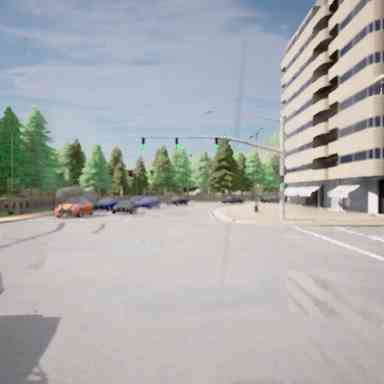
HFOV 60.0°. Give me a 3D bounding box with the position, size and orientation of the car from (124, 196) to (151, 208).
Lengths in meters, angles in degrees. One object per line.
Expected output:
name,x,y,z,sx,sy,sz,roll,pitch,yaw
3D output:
car,-7.932,1.439,48.868,1.837,1.490,4.892,0,0,19

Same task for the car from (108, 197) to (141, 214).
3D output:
car,-6.824,1.518,34.164,1.994,1.385,4.181,0,0,0

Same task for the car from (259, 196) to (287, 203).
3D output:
car,15.062,1.517,62.888,4.718,1.301,1.895,0,0,-33

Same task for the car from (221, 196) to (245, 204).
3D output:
car,7.588,1.466,61.015,2.033,1.411,5.357,0,0,45

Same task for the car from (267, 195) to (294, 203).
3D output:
car,18.291,1.448,68.637,5.357,1.411,2.033,0,0,-22

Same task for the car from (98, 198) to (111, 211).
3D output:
car,-9.957,1.424,39.145,1.882,1.535,5.008,0,0,7

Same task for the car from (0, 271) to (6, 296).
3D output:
car,-3.893,1.596,3.696,1.895,1.301,4.718,0,0,-9

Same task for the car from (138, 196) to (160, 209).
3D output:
car,-5.732,1.418,43.972,1.882,1.535,5.008,0,0,14

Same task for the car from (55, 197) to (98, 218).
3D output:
car,-10.472,1.311,29.933,2.097,1.767,4.553,0,0,2

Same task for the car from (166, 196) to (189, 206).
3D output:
car,-2.317,1.406,53.462,1.882,1.535,5.008,0,0,28
